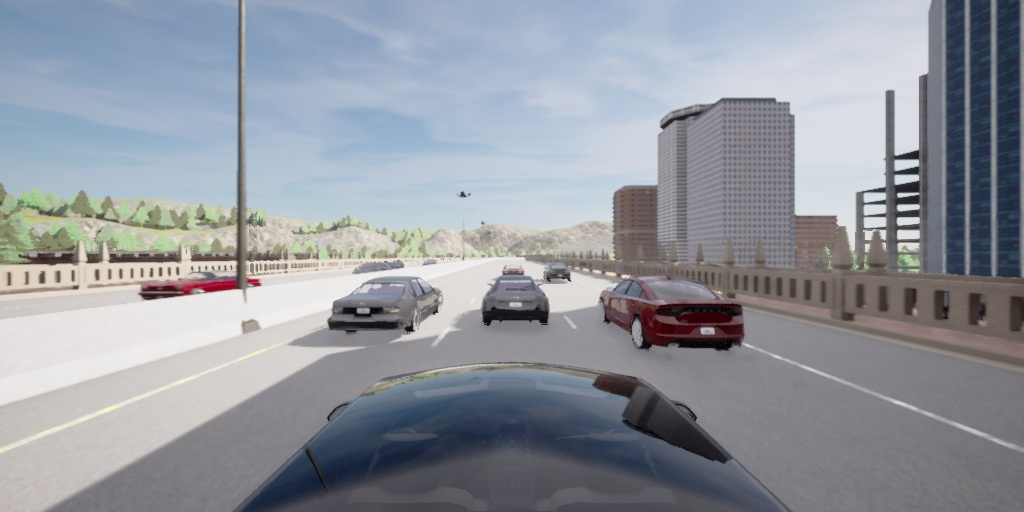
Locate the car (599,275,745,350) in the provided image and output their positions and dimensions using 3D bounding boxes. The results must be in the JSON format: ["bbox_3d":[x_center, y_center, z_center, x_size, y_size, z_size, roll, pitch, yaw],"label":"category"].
[{"bbox_3d":[3.601,1.226,9.071,1.882,1.535,5.008,0,0,0],"label":"car"}]

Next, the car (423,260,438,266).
[{"bbox_3d":[-13.988,1.342,61.970,1.812,1.442,4.674,0,0,0],"label":"car"}]

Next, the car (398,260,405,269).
[{"bbox_3d":[-17.516,1.357,53.864,1.994,1.385,4.181,0,0,0],"label":"car"}]

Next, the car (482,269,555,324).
[{"bbox_3d":[0.101,1.314,11.917,1.994,1.385,4.181,0,0,0],"label":"car"}]

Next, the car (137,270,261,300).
[{"bbox_3d":[-14.095,1.354,16.562,1.895,1.301,4.718,0,0,0],"label":"car"}]

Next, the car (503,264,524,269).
[{"bbox_3d":[0.106,1.368,31.631,1.895,1.301,4.718,0,0,0],"label":"car"}]

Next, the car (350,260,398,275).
[{"bbox_3d":[-10.586,1.267,27.307,1.837,1.490,4.892,0,0,0],"label":"car"}]

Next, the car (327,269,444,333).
[{"bbox_3d":[-3.398,1.296,10.701,2.033,1.411,5.357,0,0,0],"label":"car"}]

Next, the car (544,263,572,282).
[{"bbox_3d":[3.606,1.290,29.035,1.812,1.442,4.674,0,0,0],"label":"car"}]
